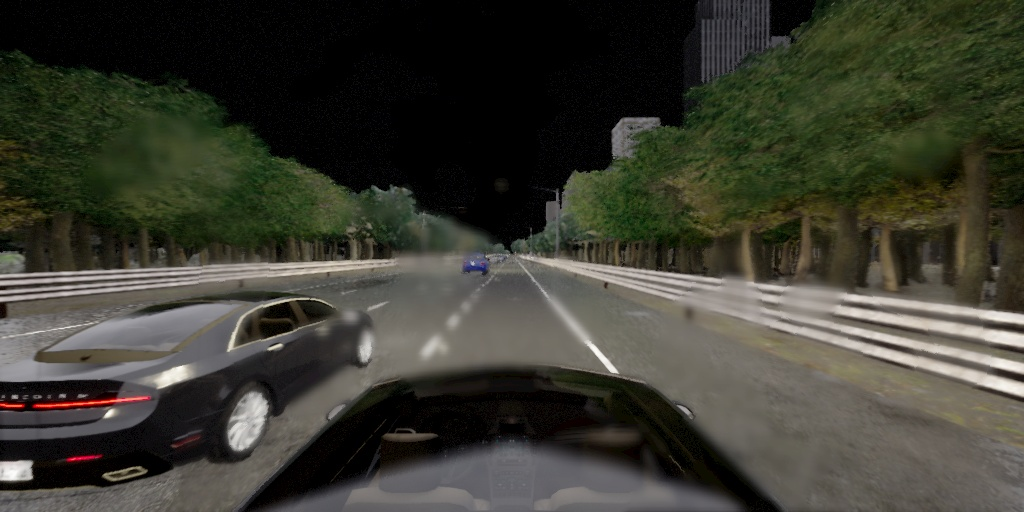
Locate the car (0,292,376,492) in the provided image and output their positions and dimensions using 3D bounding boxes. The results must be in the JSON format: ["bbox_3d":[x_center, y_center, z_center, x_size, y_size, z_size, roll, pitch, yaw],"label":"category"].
[{"bbox_3d":[-3.499,1.246,4.931,1.837,1.490,4.892,0,0,0],"label":"car"}]

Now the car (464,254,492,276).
[{"bbox_3d":[-3.492,0.834,35.759,2.150,2.045,5.566,0,0,0],"label":"car"}]
